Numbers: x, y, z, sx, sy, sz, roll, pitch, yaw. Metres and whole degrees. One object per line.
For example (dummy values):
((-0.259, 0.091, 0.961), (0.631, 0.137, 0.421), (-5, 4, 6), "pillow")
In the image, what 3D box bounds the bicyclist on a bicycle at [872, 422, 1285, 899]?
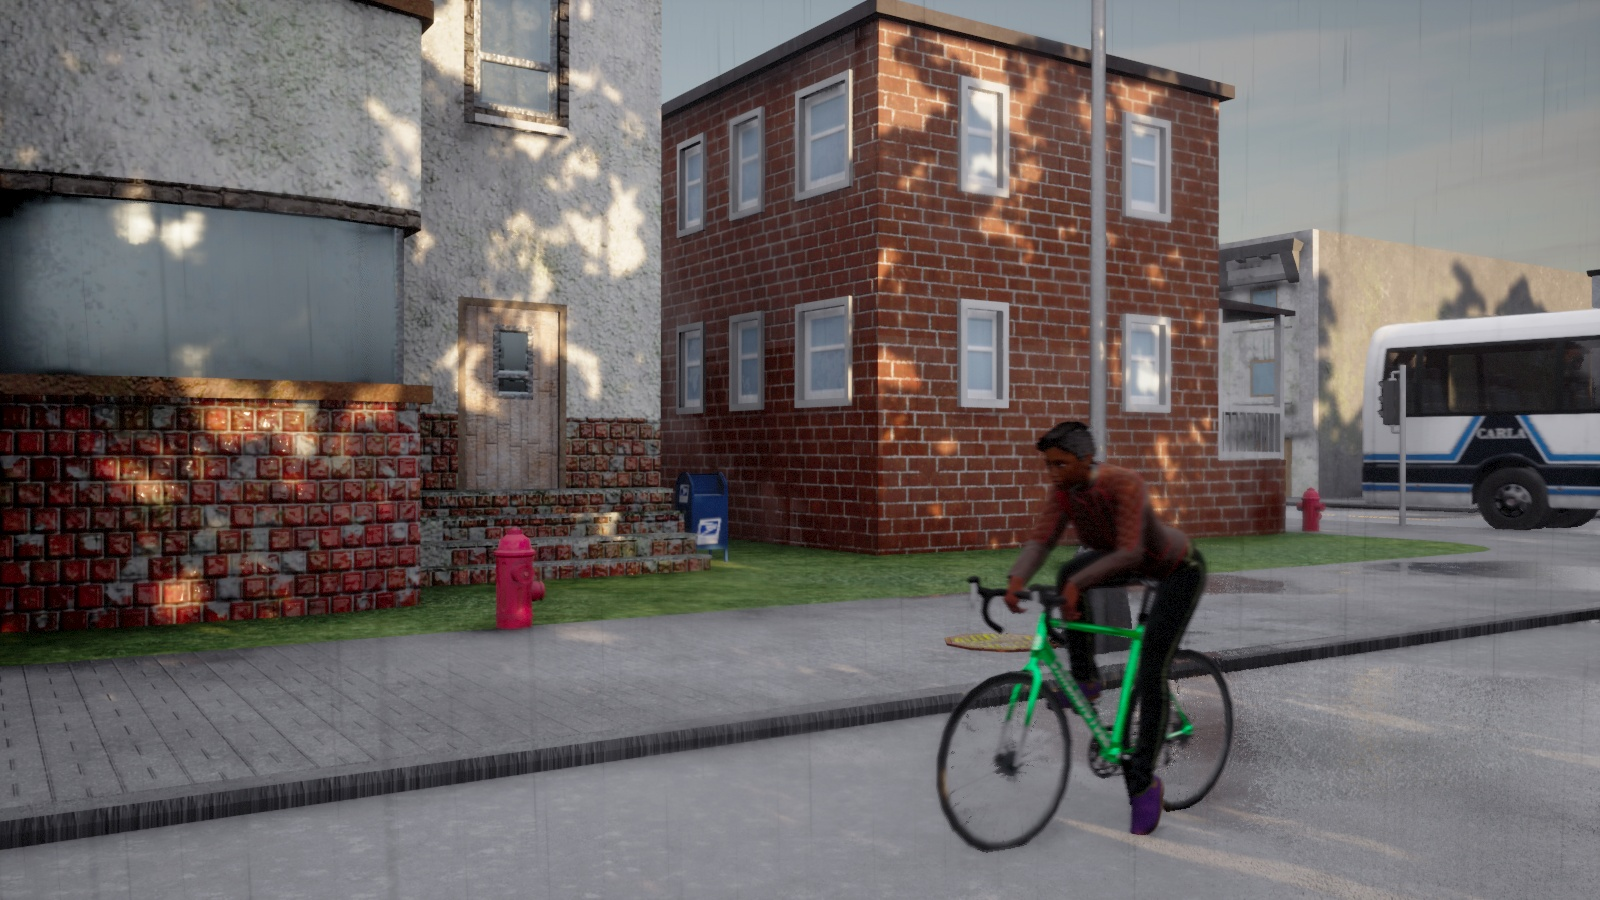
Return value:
((1.134, 0.708, 4.960), (1.656, 1.620, 0.582), (-1, 0, -33), "bicyclist on a bicycle")

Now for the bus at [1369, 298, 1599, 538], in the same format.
((16.333, -0.611, 22.668), (3.944, 4.253, 10.273), (-2, 1, -41), "bus")
